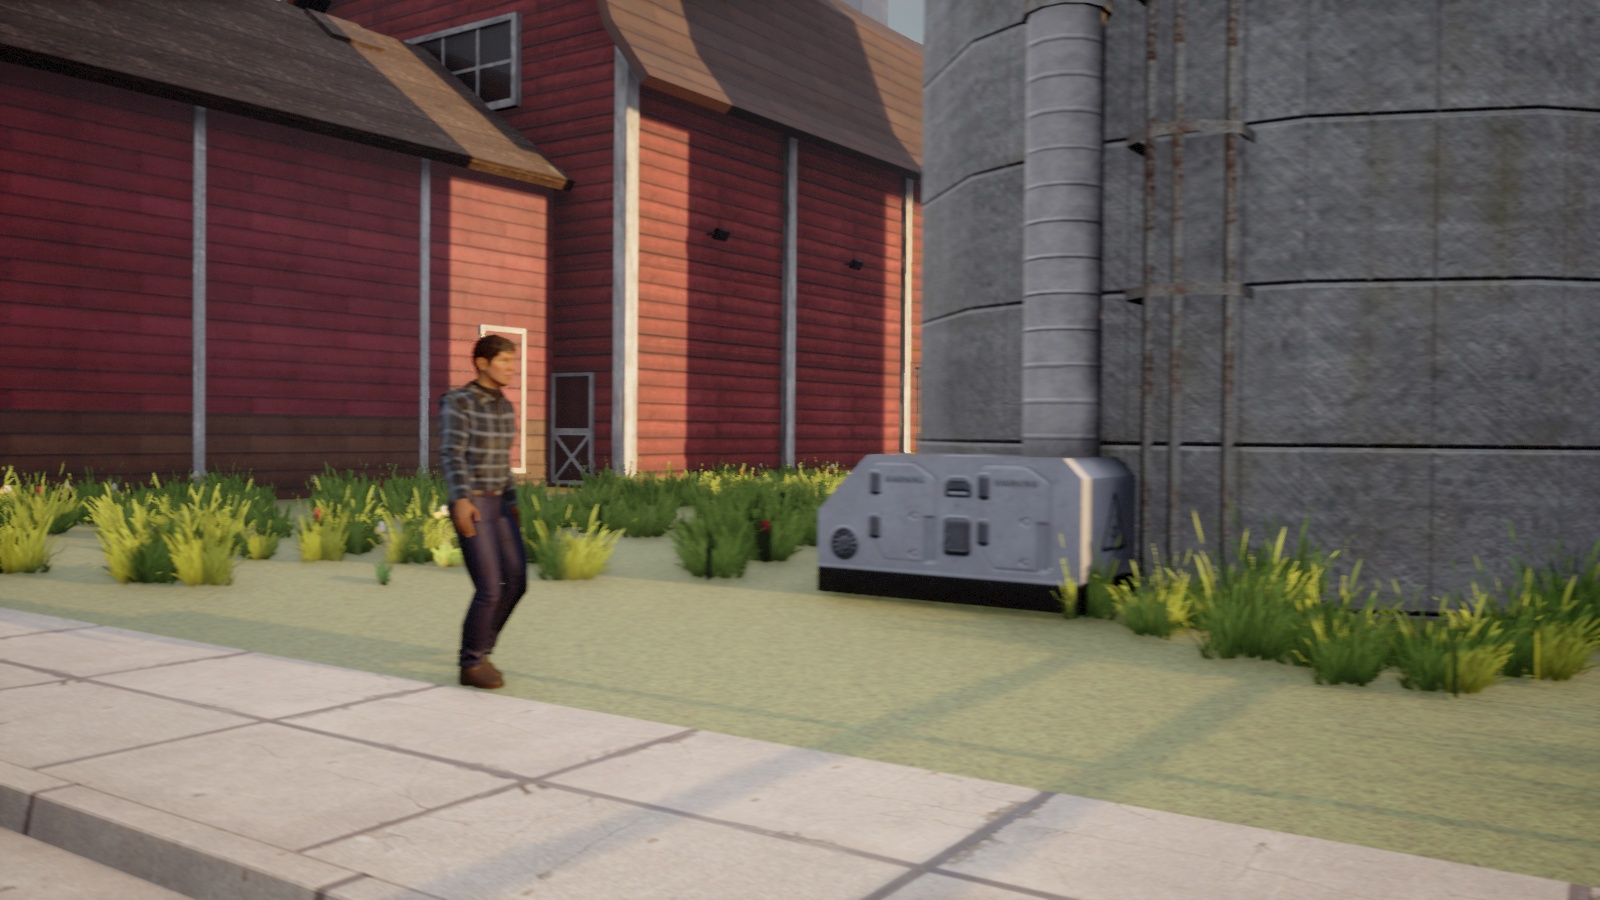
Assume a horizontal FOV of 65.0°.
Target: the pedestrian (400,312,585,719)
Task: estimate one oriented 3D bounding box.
[{"bbox_3d":[-1.556,0.314,6.366,0.788,1.949,0.423,0,1,23],"label":"pedestrian"}]
